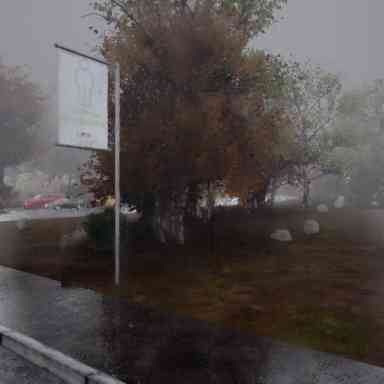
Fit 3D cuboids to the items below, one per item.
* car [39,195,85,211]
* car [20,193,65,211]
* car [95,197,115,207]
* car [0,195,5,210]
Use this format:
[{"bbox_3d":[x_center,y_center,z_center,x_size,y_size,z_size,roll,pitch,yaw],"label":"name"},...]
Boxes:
[{"bbox_3d":[-15.435,1.480,40.550,2.128,1.511,4.902,0,0,38],"label":"car"},{"bbox_3d":[-18.621,1.211,42.159,2.150,2.045,5.566,0,0,38],"label":"car"},{"bbox_3d":[-12.321,1.434,50.203,1.882,1.535,5.008,0,0,38],"label":"car"},{"bbox_3d":[-21.618,1.221,32.802,2.150,2.045,5.566,0,0,39],"label":"car"}]
